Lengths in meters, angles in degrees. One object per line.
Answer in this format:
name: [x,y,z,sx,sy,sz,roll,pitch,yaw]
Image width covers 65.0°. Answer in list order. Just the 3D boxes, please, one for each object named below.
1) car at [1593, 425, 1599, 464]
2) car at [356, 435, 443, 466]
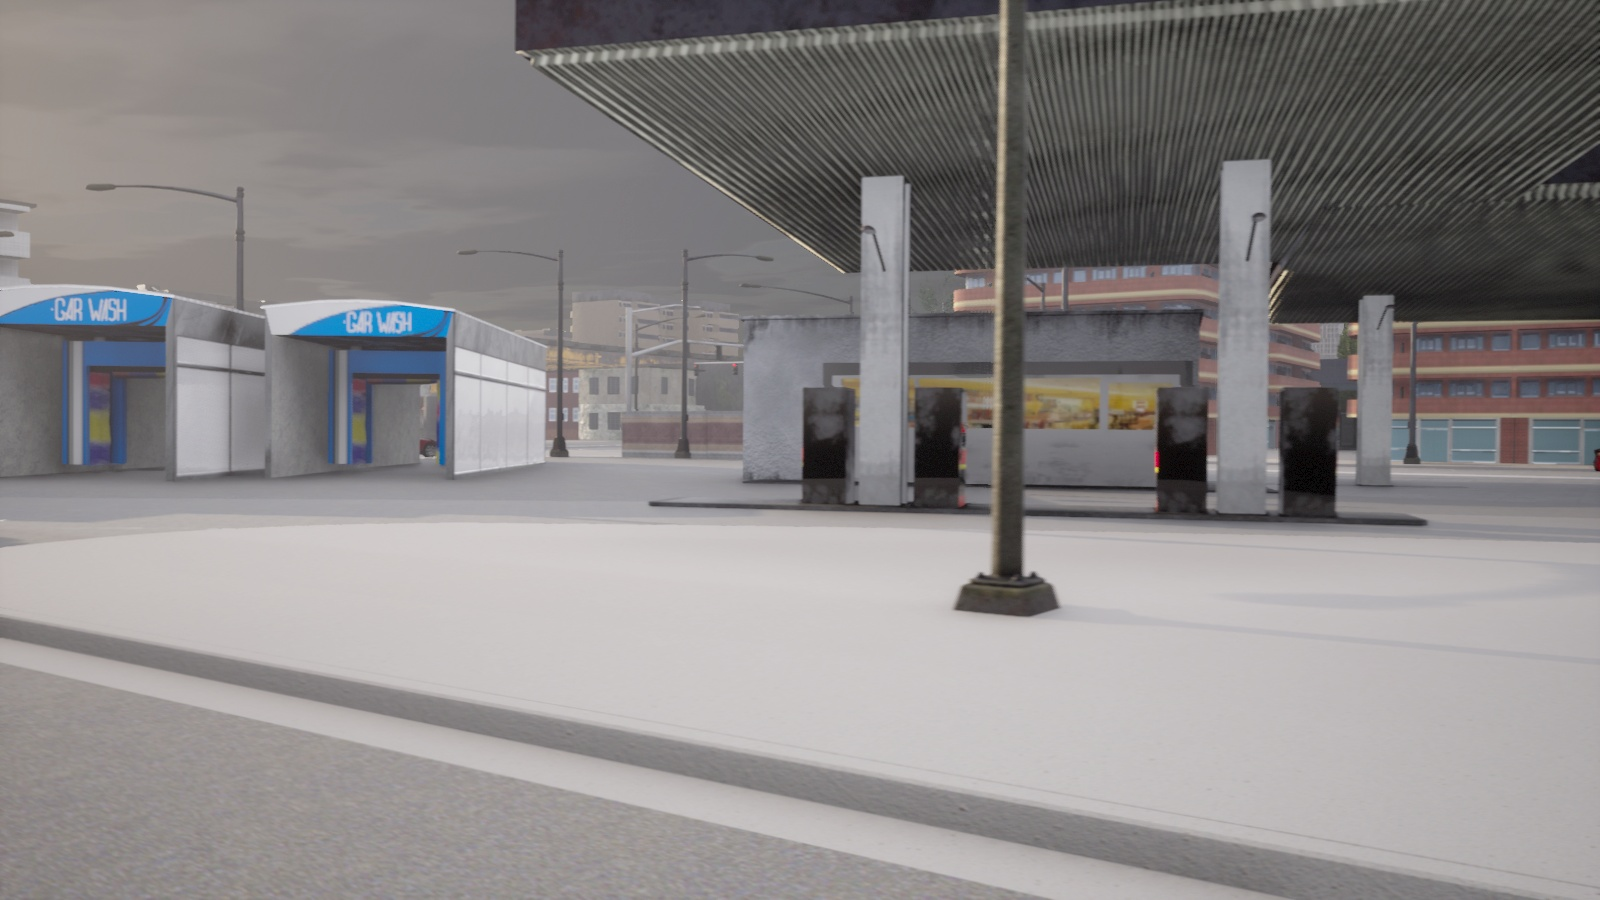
car: [33.320,-0.230,48.280,4.792,1.488,2.163,0,1,32]
car: [-20.317,0.009,63.865,1.970,1.475,3.806,0,1,33]
